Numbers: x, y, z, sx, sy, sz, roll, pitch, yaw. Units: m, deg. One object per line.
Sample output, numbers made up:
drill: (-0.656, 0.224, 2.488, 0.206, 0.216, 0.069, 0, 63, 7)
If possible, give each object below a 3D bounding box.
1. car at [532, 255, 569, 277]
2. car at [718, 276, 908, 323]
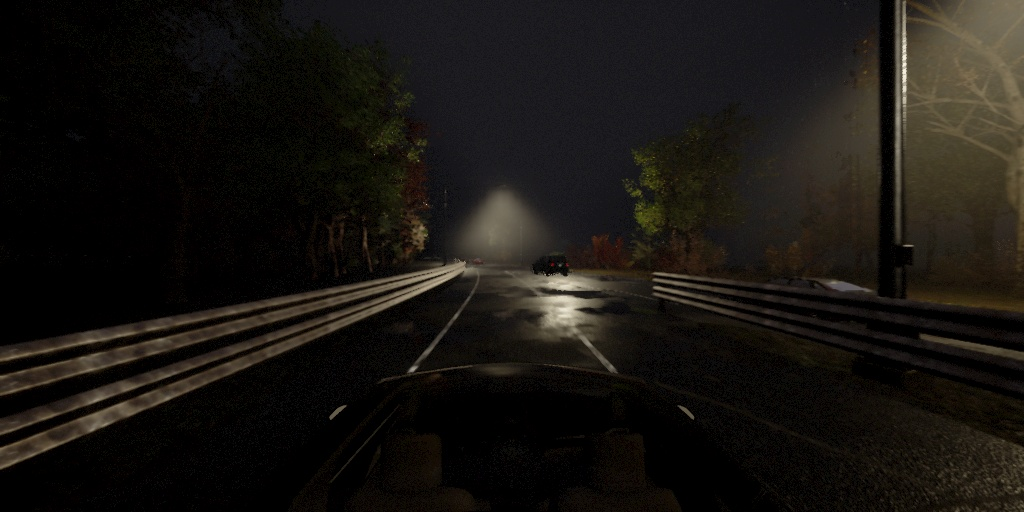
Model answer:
car: (3.761, 0.966, 35.650, 2.150, 2.045, 5.566, 1, 0, -15)
car: (9.922, 1.400, 12.391, 2.033, 1.411, 5.357, 0, 0, -15)
